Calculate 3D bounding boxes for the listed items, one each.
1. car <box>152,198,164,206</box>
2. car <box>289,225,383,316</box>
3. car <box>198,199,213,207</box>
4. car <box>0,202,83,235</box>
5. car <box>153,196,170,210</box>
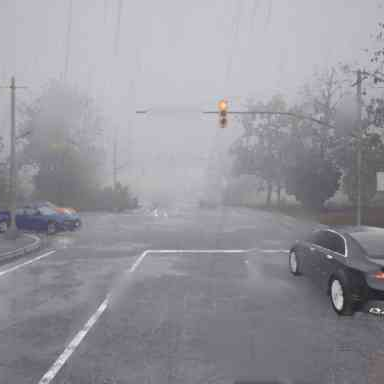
[{"bbox_3d":[-6.986,2.045,68.076,1.837,1.490,4.892,0,-1,-12],"label":"car"},{"bbox_3d":[3.602,1.505,7.477,1.837,1.490,4.892,0,0,1],"label":"car"},{"bbox_3d":[2.174,1.864,56.568,1.895,1.301,4.718,0,-1,-7],"label":"car"},{"bbox_3d":[-8.580,1.498,18.677,5.008,1.535,1.882,-1,0,16],"label":"car"},{"bbox_3d":[-3.950,1.626,43.602,2.033,1.411,5.357,0,-1,-3],"label":"car"}]
